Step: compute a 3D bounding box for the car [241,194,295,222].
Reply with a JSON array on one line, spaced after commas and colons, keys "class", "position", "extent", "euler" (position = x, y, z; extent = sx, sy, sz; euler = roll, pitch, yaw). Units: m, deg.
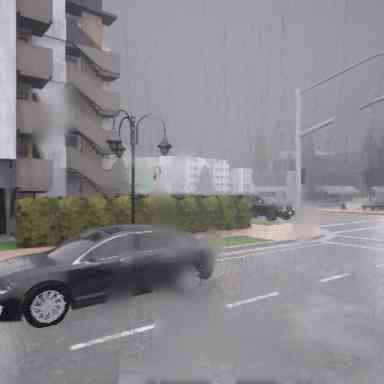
[{"class": "car", "position": [5.693, 1.222, 27.275], "extent": [2.150, 2.045, 5.566], "euler": [0, 0, -38]}]

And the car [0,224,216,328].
[{"class": "car", "position": [-1.707, 1.504, 7.084], "extent": [4.892, 1.490, 1.837], "euler": [0, 0, -36]}]

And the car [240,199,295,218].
[{"class": "car", "position": [6.978, 1.478, 31.357], "extent": [1.882, 1.535, 5.008], "euler": [0, 0, -37]}]
